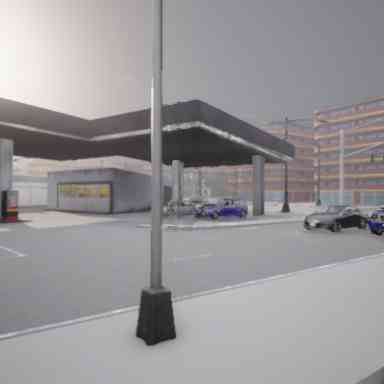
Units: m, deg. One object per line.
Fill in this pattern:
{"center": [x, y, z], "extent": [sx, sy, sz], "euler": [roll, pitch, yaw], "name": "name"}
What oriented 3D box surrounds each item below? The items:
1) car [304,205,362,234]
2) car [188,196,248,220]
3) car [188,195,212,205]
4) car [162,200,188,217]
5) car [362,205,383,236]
{"center": [8.749, 1.568, 19.992], "extent": [4.902, 1.511, 2.128], "euler": [0, 0, -35], "name": "car"}
{"center": [2.452, 1.368, 27.376], "extent": [4.611, 1.667, 2.242], "euler": [0, 0, -35], "name": "car"}
{"center": [1.496, 1.506, 62.717], "extent": [2.097, 1.767, 4.553], "euler": [0, 0, -36], "name": "car"}
{"center": [-1.506, 1.525, 31.609], "extent": [3.806, 1.475, 1.970], "euler": [0, 0, -35], "name": "car"}
{"center": [11.747, 1.304, 17.808], "extent": [5.566, 2.045, 2.150], "euler": [1, 0, -35], "name": "car"}
